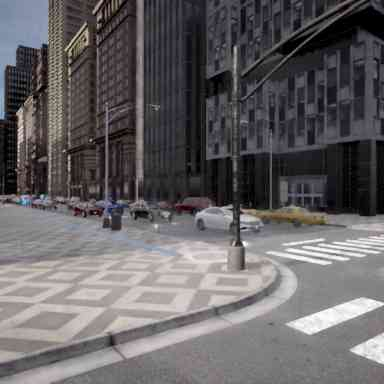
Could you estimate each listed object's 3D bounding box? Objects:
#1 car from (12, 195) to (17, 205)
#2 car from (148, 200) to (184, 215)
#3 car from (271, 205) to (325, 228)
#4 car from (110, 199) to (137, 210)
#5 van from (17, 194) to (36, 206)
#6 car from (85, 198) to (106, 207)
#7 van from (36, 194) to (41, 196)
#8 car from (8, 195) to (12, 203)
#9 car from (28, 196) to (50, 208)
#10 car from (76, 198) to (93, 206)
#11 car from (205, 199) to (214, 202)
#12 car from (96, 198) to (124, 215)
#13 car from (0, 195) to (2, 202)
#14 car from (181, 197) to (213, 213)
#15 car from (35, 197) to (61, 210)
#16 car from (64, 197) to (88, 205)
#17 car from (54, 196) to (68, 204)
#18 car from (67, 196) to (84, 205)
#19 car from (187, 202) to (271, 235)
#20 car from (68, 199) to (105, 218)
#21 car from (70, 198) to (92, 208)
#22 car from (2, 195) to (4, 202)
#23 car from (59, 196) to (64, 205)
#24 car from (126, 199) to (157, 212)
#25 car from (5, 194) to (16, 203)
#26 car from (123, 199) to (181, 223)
[{"bbox_3d":[-32.473,1.704,63.318,1.752,1.417,4.829,0,0,-35],"label":"car"},{"bbox_3d":[-2.965,1.640,36.391,1.887,1.381,4.507,0,0,-35],"label":"car"},{"bbox_3d":[6.647,1.576,22.814,1.752,1.417,4.829,0,0,-35],"label":"car"},{"bbox_3d":[-9.439,1.677,45.535,2.008,1.369,4.403,0,0,-35],"label":"car"},{"bbox_3d":[-29.335,1.504,58.885,1.690,1.788,3.998,0,0,-35],"label":"van"},{"bbox_3d":[-15.912,1.725,54.679,1.947,1.339,4.313,0,0,-35],"label":"car"},{"bbox_3d":[-38.569,1.620,86.684,1.690,1.788,3.998,0,0,-35],"label":"van"},{"bbox_3d":[-35.808,1.778,68.029,1.802,1.307,4.206,0,0,-35],"label":"car"},{"bbox_3d":[-22.860,1.711,49.740,1.802,1.307,4.206,0,0,-35],"label":"car"},{"bbox_3d":[-19.149,1.757,59.251,1.802,1.307,4.206,0,0,-35],"label":"car"},{"bbox_3d":[3.410,1.591,27.386,1.752,1.417,4.829,0,0,-35],"label":"car"},{"bbox_3d":[-8.756,1.558,34.444,1.882,1.535,5.008,0,0,-35],"label":"car"},{"bbox_3d":[-45.519,1.689,81.746,1.967,1.590,4.097,0,0,-35],"label":"car"},{"bbox_3d":[0.271,1.395,31.819,2.192,1.841,5.009,0,0,-35],"label":"car"},{"bbox_3d":[-19.624,1.695,45.168,1.802,1.307,4.206,0,0,-35],"label":"car"},{"bbox_3d":[-14.447,1.672,42.530,1.994,1.385,4.181,0,0,-37],"label":"car"},{"bbox_3d":[-28.858,1.666,72.967,1.967,1.590,4.097,0,0,-35],"label":"car"},{"bbox_3d":[-22.385,1.632,63.823,1.967,1.590,4.097,0,0,-35],"label":"car"},{"bbox_3d":[1.981,1.555,19.226,1.812,1.442,4.674,0,0,-37],"label":"car"},{"bbox_3d":[-9.913,1.611,31.451,1.887,1.381,4.507,0,0,-35],"label":"car"},{"bbox_3d":[-17.517,1.651,52.343,1.837,1.490,4.892,0,0,-35],"label":"car"},{"bbox_3d":[-42.282,1.813,77.174,1.802,1.307,4.206,0,0,-35],"label":"car"},{"bbox_3d":[-23.536,1.778,60.842,1.895,1.301,4.718,0,0,-36],"label":"car"},{"bbox_3d":[-6.300,1.637,41.102,1.752,1.417,4.829,0,0,-35],"label":"car"},{"bbox_3d":[-39.045,1.529,72.602,2.192,1.841,5.009,0,0,-35],"label":"car"},{"bbox_3d":[-3.309,1.546,26.738,2.128,1.511,4.902,0,0,-35],"label":"car"}]
